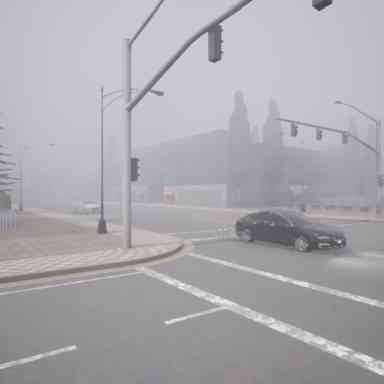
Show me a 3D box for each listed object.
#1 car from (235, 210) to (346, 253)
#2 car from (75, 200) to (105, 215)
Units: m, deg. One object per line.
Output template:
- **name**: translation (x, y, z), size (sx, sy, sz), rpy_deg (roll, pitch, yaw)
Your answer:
- **car**: translation (3.872, 1.529, 13.860), size (1.837, 1.490, 4.892), rpy_deg (0, 0, -36)
- **car**: translation (-10.602, 1.529, 34.134), size (1.812, 1.442, 4.674), rpy_deg (0, 0, -36)
